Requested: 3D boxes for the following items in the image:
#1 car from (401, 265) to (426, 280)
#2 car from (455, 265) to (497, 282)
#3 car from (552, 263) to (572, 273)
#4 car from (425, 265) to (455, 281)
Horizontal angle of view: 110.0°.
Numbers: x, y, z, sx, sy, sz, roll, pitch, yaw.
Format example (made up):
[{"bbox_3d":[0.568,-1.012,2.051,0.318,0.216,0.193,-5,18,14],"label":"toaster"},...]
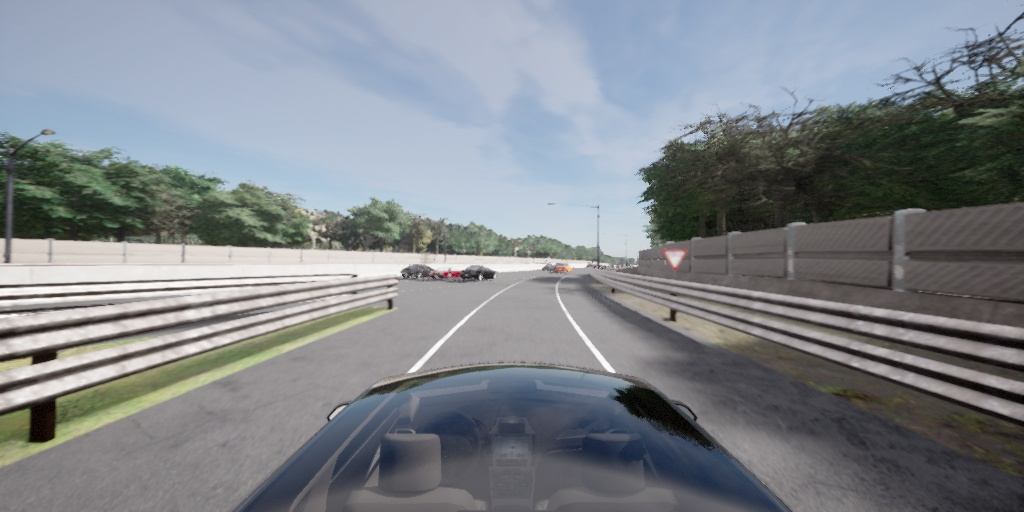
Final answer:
[{"bbox_3d":[-9.616,1.673,37.974,1.837,1.490,4.892,0,-1,23],"label":"car"},{"bbox_3d":[-3.186,1.662,35.205,1.882,1.535,5.008,0,-1,23],"label":"car"},{"bbox_3d":[9.331,2.097,64.150,2.097,1.767,4.553,0,-1,23],"label":"car"},{"bbox_3d":[-6.391,1.777,36.611,1.895,1.301,4.718,0,-1,23],"label":"car"}]
